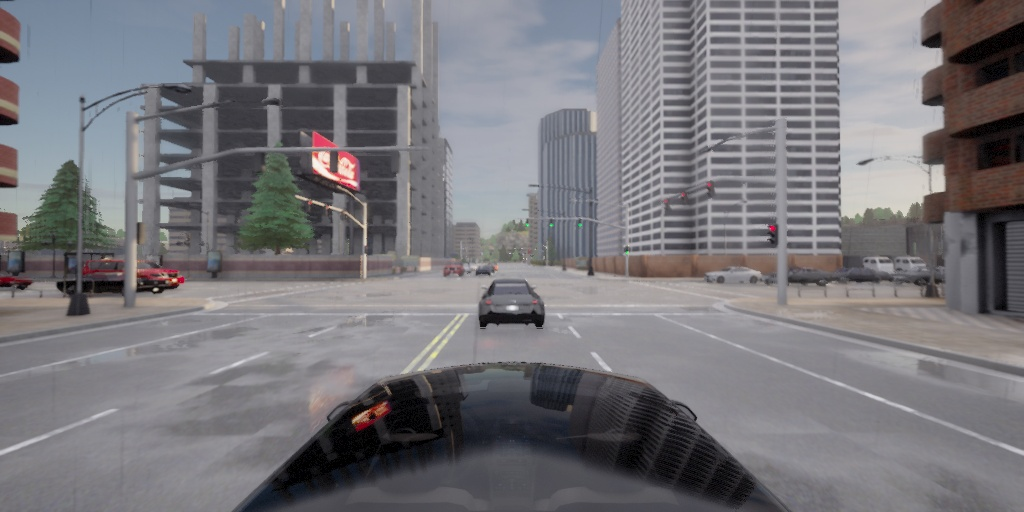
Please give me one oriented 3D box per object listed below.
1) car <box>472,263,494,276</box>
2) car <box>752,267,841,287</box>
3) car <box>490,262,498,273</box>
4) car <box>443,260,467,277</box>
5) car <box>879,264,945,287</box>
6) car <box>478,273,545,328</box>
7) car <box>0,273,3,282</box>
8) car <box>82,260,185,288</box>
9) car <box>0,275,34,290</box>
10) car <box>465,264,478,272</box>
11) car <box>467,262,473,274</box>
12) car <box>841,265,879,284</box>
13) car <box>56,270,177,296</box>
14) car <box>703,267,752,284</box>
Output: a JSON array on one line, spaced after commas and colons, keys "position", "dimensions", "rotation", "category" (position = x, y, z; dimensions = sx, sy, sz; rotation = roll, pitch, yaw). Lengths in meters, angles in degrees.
[{"position": [-3.736, 1.960, 47.544], "dimensions": [1.895, 1.301, 4.718], "rotation": [0, -1, 0], "category": "car"}, {"position": [22.041, 1.588, 27.946], "dimensions": [4.902, 1.511, 2.128], "rotation": [0, -1, 0], "category": "car"}, {"position": [-3.747, 2.055, 57.469], "dimensions": [1.994, 1.385, 4.181], "rotation": [0, -1, 0], "category": "car"}, {"position": [-7.262, 1.549, 45.121], "dimensions": [2.150, 2.045, 5.566], "rotation": [0, -1, -3], "category": "car"}, {"position": [32.416, 1.589, 28.018], "dimensions": [4.902, 1.511, 2.128], "rotation": [0, -1, 0], "category": "car"}, {"position": [-0.082, 1.450, 12.003], "dimensions": [1.994, 1.385, 4.181], "rotation": [0, -1, -3], "category": "car"}, {"position": [-32.656, 1.525, 20.300], "dimensions": [4.674, 1.442, 1.812], "rotation": [0, -1, -1], "category": "car"}, {"position": [-25.221, 1.269, 23.852], "dimensions": [5.566, 2.045, 2.150], "rotation": [0, -1, 0], "category": "car"}, {"position": [-35.102, 1.647, 23.766], "dimensions": [4.718, 1.301, 1.895], "rotation": [0, -1, 0], "category": "car"}, {"position": [-7.223, 2.117, 64.968], "dimensions": [1.812, 1.442, 4.674], "rotation": [0, -1, 0], "category": "car"}, {"position": [-7.247, 1.982, 54.794], "dimensions": [1.812, 1.442, 4.674], "rotation": [0, -1, 0], "category": "car"}, {"position": [29.882, 1.691, 31.504], "dimensions": [5.357, 1.411, 2.033], "rotation": [0, -1, 0], "category": "car"}, {"position": [-22.438, 1.601, 20.372], "dimensions": [4.718, 1.301, 1.895], "rotation": [0, -1, 0], "category": "car"}, {"position": [19.299, 1.669, 31.403], "dimensions": [4.674, 1.442, 1.812], "rotation": [0, -1, -1], "category": "car"}]
